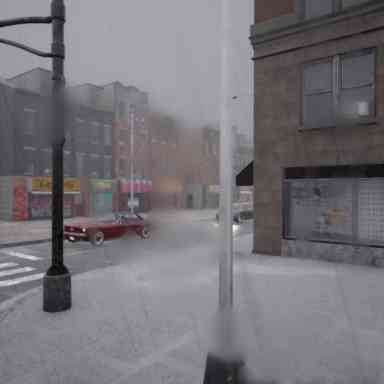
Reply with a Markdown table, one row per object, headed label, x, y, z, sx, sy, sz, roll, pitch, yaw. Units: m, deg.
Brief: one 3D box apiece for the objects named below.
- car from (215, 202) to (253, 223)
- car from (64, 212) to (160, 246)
| label | x | y | z | sx | sy | sz | roll | pitch | yaw |
| --- | --- | --- | --- | --- | --- | --- | --- | --- | --- |
| car | 3.635 | 1.575 | 26.053 | 1.837 | 1.490 | 4.892 | 0 | 0 | 36 |
| car | -3.739 | 1.631 | 15.695 | 1.895 | 1.301 | 4.718 | 0 | 0 | 35 |
